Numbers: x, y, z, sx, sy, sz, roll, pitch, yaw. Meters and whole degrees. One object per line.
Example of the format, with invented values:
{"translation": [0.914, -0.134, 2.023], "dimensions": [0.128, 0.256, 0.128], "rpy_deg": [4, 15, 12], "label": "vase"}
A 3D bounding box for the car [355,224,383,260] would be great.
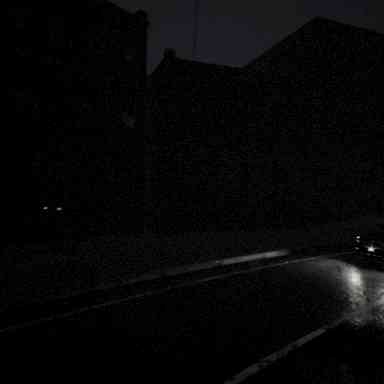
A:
{"translation": [7.593, 1.473, 10.984], "dimensions": [4.892, 1.490, 1.837], "rpy_deg": [0, 0, -24], "label": "car"}
